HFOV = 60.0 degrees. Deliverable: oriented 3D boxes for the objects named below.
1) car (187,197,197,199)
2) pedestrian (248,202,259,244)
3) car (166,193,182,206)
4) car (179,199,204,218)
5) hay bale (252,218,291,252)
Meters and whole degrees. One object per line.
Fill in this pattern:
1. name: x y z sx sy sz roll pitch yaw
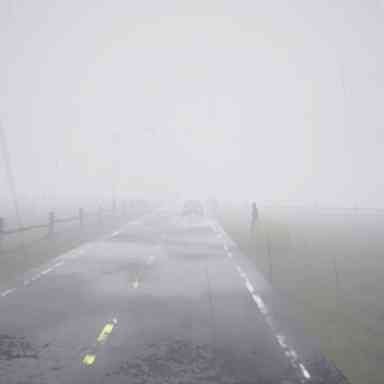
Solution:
1. car: 0.043 1.481 45.973 1.882 1.535 5.008 0 0 0
2. pedestrian: 2.708 1.312 14.230 0.375 1.860 0.375 1 -1 -2
3. car: -2.837 1.227 53.423 2.150 2.045 5.566 0 0 0
4. car: 0.054 1.599 29.931 1.895 1.301 4.718 0 0 0
5. hay bale: 3.111 1.653 13.129 1.220 1.180 1.240 -1 -1 0
